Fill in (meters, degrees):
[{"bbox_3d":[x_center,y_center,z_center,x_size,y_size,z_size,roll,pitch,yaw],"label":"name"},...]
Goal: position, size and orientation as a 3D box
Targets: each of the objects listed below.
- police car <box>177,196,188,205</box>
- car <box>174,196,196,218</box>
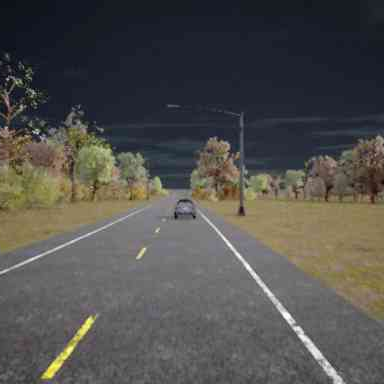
[{"bbox_3d":[-1.760,1.529,60.510,2.038,1.542,4.974,0,0,-2],"label":"police car"},{"bbox_3d":[-0.622,1.461,30.240,2.033,1.649,4.856,0,0,-2],"label":"car"}]
